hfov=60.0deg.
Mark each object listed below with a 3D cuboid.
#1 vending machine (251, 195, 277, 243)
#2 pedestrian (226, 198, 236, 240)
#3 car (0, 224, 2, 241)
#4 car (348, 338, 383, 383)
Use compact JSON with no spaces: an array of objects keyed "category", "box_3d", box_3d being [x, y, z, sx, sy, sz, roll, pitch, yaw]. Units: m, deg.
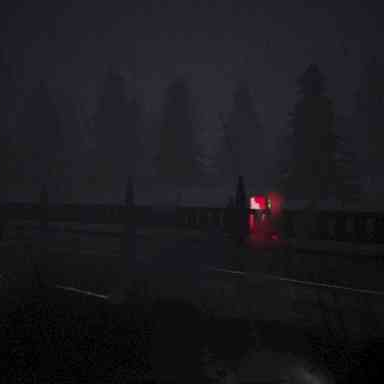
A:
[{"category":"vending machine","box_3d":[3.308,1.195,15.253,0.880,2.100,1.100,0,0,32]},{"category":"pedestrian","box_3d":[1.737,1.141,14.506,0.375,1.860,0.375,0,0,31]},{"category":"car","box_3d":[-9.831,1.505,13.519,4.892,1.490,1.837,0,0,28]},{"category":"car","box_3d":[3.508,1.547,1.382,5.357,1.411,2.033,0,0,36]}]
